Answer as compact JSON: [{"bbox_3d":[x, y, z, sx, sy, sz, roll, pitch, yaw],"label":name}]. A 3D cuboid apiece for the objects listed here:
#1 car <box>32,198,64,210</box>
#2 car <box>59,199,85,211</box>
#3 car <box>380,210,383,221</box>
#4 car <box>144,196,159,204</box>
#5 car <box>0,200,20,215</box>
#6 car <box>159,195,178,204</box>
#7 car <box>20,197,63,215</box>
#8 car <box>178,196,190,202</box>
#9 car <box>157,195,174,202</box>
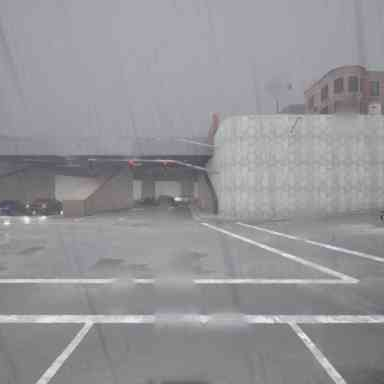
[{"bbox_3d":[-18.613,1.547,43.286,2.033,1.411,5.357,0,0,-2],"label":"car"},{"bbox_3d":[-15.077,1.564,41.992,1.994,1.385,4.181,0,0,-2],"label":"car"},{"bbox_3d":[12.789,0.873,18.181,4.674,1.442,1.812,-7,0,-1],"label":"car"},{"bbox_3d":[-8.093,1.547,64.960,2.033,1.411,5.357,0,0,4],"label":"car"},{"bbox_3d":[-18.356,1.526,33.706,1.812,1.442,4.674,0,0,-2],"label":"car"},{"bbox_3d":[-4.573,1.491,65.123,2.128,1.511,4.902,0,0,4],"label":"car"},{"bbox_3d":[-14.844,1.352,33.386,2.097,1.767,4.553,0,0,-2],"label":"car"},{"bbox_3d":[-2.265,1.524,75.136,1.812,1.442,4.674,0,0,28],"label":"car"},{"bbox_3d":[-5.945,1.500,75.392,1.837,1.490,4.892,0,0,24],"label":"car"}]
